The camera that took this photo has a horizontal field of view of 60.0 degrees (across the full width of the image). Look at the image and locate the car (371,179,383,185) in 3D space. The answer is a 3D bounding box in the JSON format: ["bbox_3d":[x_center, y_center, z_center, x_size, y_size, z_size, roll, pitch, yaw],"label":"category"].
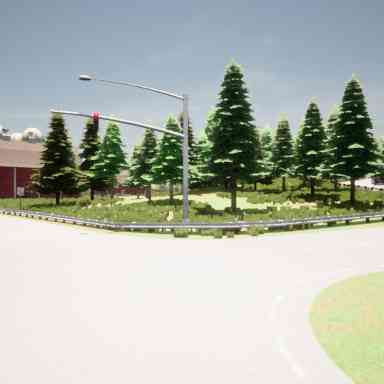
[{"bbox_3d":[29.049,-1.912,51.483,1.837,1.490,4.892,0,5,21],"label":"car"}]
